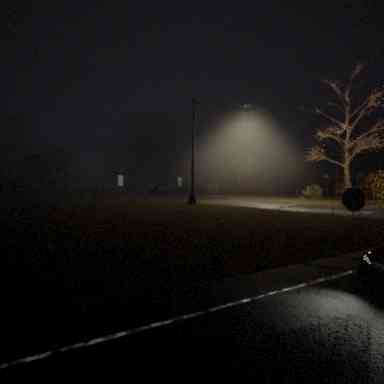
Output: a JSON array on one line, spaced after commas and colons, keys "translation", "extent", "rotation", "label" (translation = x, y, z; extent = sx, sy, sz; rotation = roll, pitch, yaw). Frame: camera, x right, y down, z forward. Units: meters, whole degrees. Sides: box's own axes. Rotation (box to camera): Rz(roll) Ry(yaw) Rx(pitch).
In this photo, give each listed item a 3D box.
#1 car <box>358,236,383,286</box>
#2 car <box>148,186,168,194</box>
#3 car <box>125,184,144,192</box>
[{"translation": [5.967, 1.478, 8.127], "extent": [4.674, 1.442, 1.812], "rotation": [0, 0, -35], "label": "car"}, {"translation": [-5.870, -0.341, 56.944], "extent": [1.994, 1.385, 4.181], "rotation": [0, 2, -36], "label": "car"}, {"translation": [-11.220, -0.848, 64.399], "extent": [2.097, 1.767, 4.553], "rotation": [0, 2, -36], "label": "car"}]
